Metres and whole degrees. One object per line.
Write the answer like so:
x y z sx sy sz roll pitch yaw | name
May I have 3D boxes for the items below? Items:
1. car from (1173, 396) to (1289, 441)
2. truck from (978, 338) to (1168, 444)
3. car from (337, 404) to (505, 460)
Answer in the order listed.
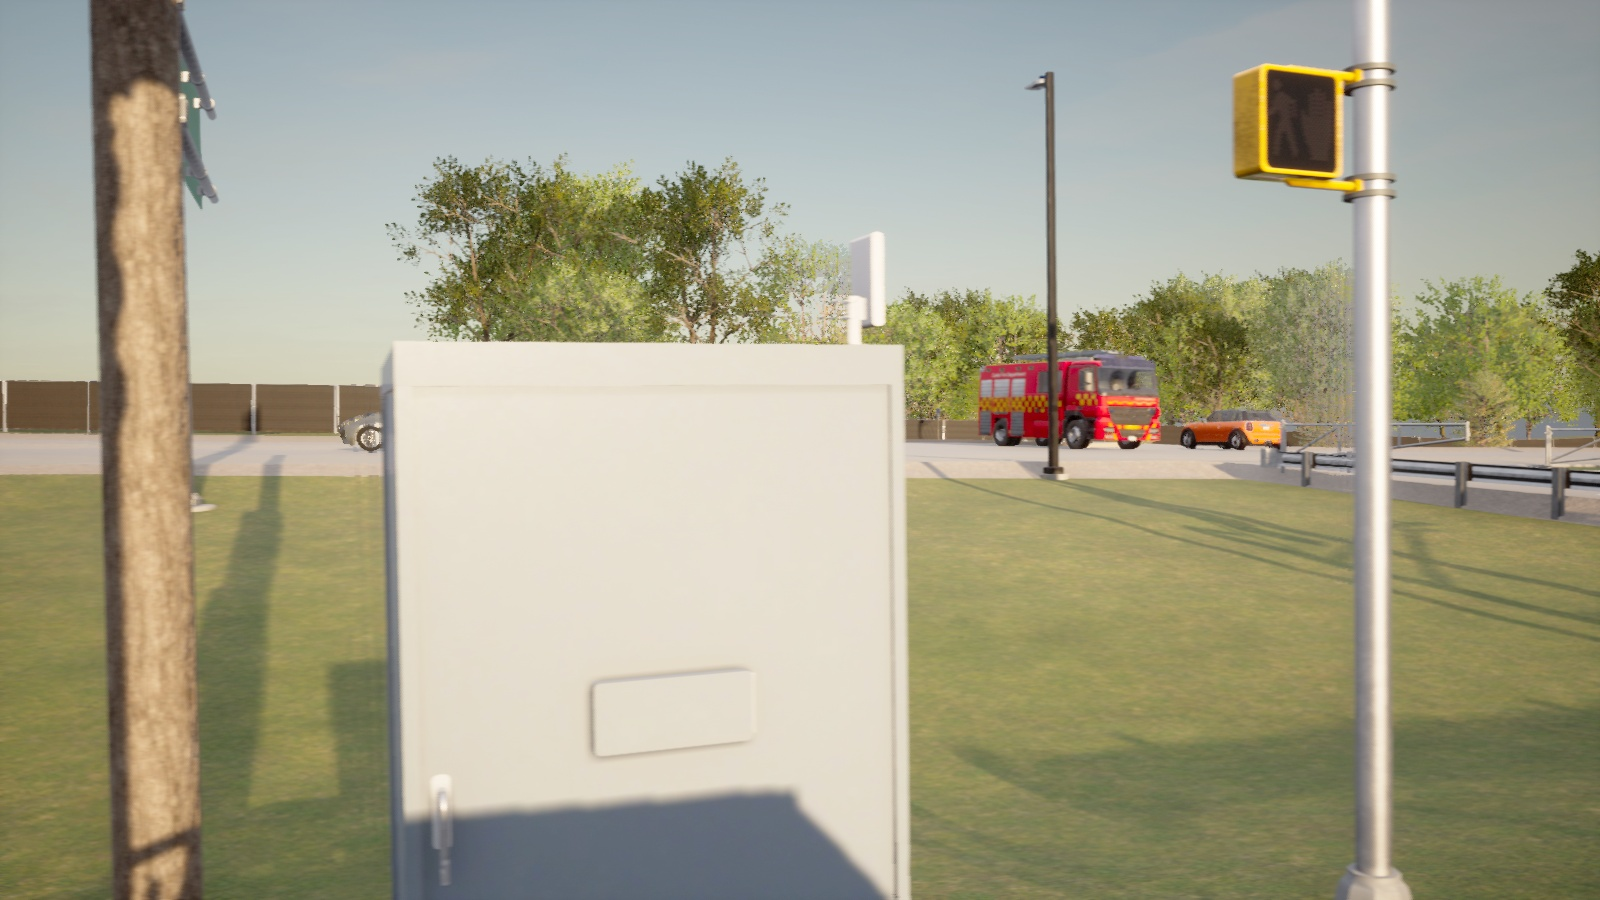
17.729 -1.268 51.926 2.097 1.767 4.553 -1 1 -21 | car
10.592 -2.214 49.845 2.891 3.827 8.468 -1 1 -24 | truck
-10.949 -0.529 36.248 4.514 1.525 2.007 -1 1 -20 | car
